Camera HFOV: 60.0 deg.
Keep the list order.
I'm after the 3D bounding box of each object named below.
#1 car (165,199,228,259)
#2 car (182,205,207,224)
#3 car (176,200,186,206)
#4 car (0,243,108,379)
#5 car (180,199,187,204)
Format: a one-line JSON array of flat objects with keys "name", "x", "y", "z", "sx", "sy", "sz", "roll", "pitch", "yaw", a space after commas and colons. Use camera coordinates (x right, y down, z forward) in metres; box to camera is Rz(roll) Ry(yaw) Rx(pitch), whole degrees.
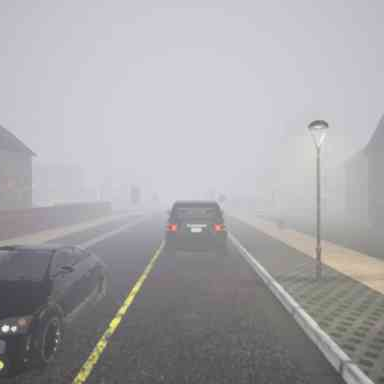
[{"name": "car", "x": 0.151, "y": 1.342, "z": 13.250, "sx": 2.150, "sy": 2.045, "sz": 5.566, "roll": 0, "pitch": -1, "yaw": 0}, {"name": "car", "x": 0.215, "y": 1.855, "z": 28.104, "sx": 1.994, "sy": 1.385, "sz": 4.181, "roll": 0, "pitch": -1, "yaw": 0}, {"name": "car", "x": -2.416, "y": 2.511, "z": 74.870, "sx": 1.994, "sy": 1.385, "sz": 4.181, "roll": 0, "pitch": -1, "yaw": 0}, {"name": "car", "x": -2.828, "y": 1.611, "z": 5.637, "sx": 1.994, "sy": 1.385, "sz": 4.181, "roll": 0, "pitch": -1, "yaw": 0}, {"name": "car", "x": -2.344, "y": 2.642, "z": 90.869, "sx": 1.895, "sy": 1.301, "sz": 4.718, "roll": 0, "pitch": -1, "yaw": 0}]
